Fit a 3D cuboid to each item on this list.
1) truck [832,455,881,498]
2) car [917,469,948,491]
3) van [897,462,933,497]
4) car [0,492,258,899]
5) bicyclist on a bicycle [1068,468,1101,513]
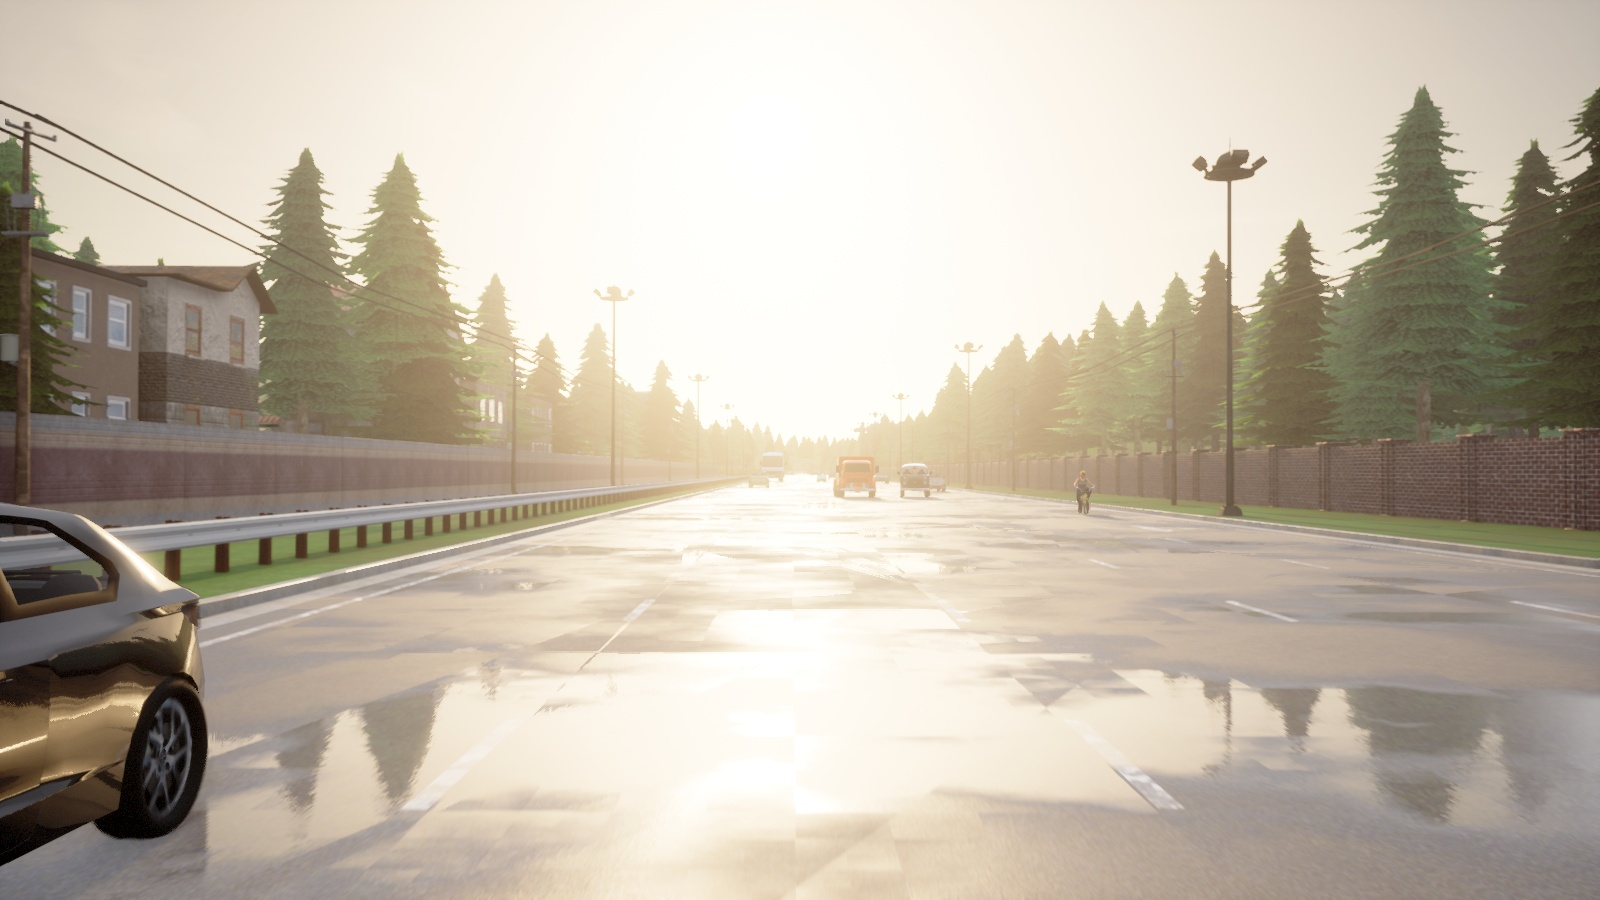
[{"bbox_3d":[3.322,1.561,74.826,2.627,2.467,5.204,0,-1,0],"label":"truck"},{"bbox_3d":[10.257,2.294,97.276,1.851,1.617,3.988,0,-1,-2],"label":"car"},{"bbox_3d":[6.925,1.776,75.923,2.069,2.038,4.480,0,-1,4],"label":"van"},{"bbox_3d":[-3.509,0.908,3.933,1.816,1.474,4.193,0,-1,0],"label":"car"},{"bbox_3d":[10.397,1.478,45.999,0.866,1.612,1.509,0,-1,0],"label":"bicyclist on a bicycle"}]
